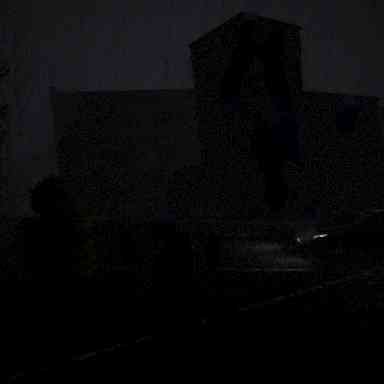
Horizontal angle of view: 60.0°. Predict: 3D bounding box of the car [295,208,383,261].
[{"bbox_3d":[5.815,1.282,11.067,4.674,1.442,1.812,0,4,-7],"label":"car"}]
